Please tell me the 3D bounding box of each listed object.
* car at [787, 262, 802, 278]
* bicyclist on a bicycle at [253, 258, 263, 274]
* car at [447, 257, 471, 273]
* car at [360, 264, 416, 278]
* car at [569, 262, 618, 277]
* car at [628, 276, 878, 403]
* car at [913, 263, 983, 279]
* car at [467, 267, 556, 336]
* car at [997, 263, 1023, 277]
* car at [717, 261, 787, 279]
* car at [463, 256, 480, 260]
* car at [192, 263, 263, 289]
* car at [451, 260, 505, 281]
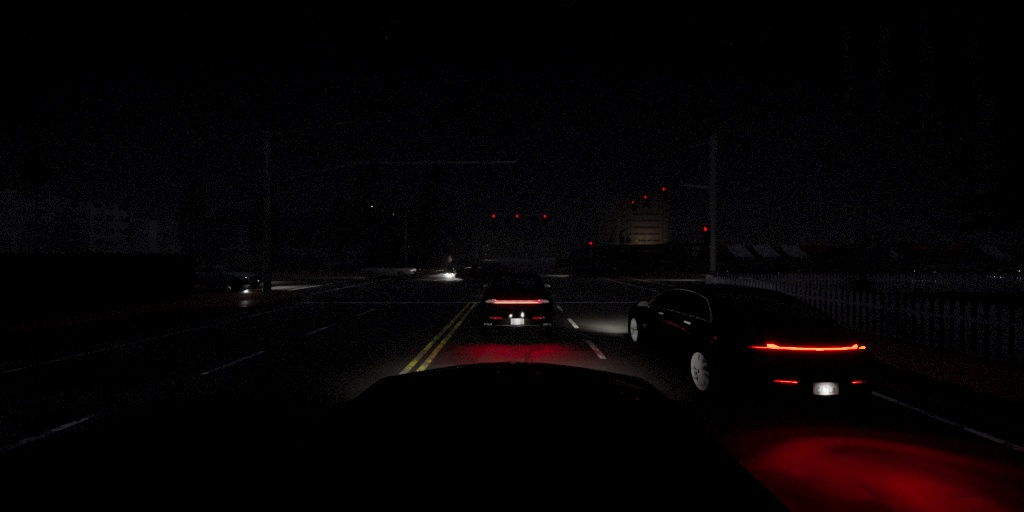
[{"bbox_3d":[24.339,1.254,33.662,4.892,1.490,1.837,0,0,-1],"label":"car"},{"bbox_3d":[-26.143,1.051,36.925,0.582,1.620,1.656,0,0,-3],"label":"bicyclist on a bicycle"},{"bbox_3d":[-6.802,1.241,44.462,2.128,1.511,4.902,0,0,1],"label":"car"},{"bbox_3d":[-11.473,1.351,33.248,4.718,1.301,1.895,0,0,-2],"label":"car"},{"bbox_3d":[7.883,1.275,34.894,4.674,1.442,1.812,0,0,22],"label":"car"},{"bbox_3d":[3.591,1.255,6.484,1.837,1.490,4.892,0,0,1],"label":"car"},{"bbox_3d":[36.912,1.276,30.373,4.674,1.442,1.812,0,0,-1],"label":"car"},{"bbox_3d":[0.138,1.242,10.391,2.128,1.511,4.902,0,0,0],"label":"car"},{"bbox_3d":[49.717,1.298,34.039,5.357,1.411,2.033,0,0,-1],"label":"car"},{"bbox_3d":[19.641,1.241,30.076,4.902,1.511,2.128,0,0,-1],"label":"car"},{"bbox_3d":[-6.724,0.971,55.130,2.150,2.045,5.566,0,0,1],"label":"car"},{"bbox_3d":[-18.143,1.276,22.329,4.674,1.442,1.812,0,0,0],"label":"car"},{"bbox_3d":[-2.061,1.297,29.917,5.357,1.411,2.033,0,0,0],"label":"car"}]
